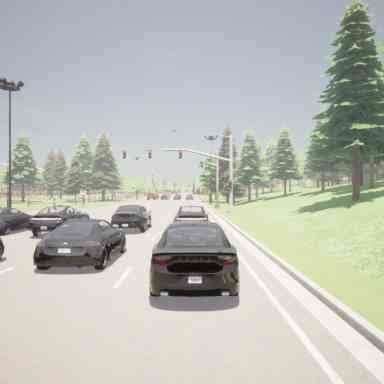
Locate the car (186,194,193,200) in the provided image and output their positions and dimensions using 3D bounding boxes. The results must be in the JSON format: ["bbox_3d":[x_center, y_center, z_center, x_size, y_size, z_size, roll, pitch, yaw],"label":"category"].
[{"bbox_3d":[-0.665,1.545,92.483,1.994,1.385,4.181,0,0,0],"label":"car"}]

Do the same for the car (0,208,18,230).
[{"bbox_3d":[-10.534,1.564,18.648,1.994,1.385,4.181,0,0,0],"label":"car"}]

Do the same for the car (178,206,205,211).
[{"bbox_3d":[-0.031,1.492,18.133,2.128,1.511,4.902,0,0,0],"label":"car"}]

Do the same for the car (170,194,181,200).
[{"bbox_3d":[-4.161,1.517,92.041,2.128,1.511,4.902,0,0,0],"label":"car"}]

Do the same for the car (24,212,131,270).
[{"bbox_3d":[-3.479,1.564,11.044,1.994,1.385,4.181,0,0,0],"label":"car"}]

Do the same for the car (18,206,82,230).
[{"bbox_3d":[-7.031,1.492,18.172,2.128,1.511,4.902,0,0,0],"label":"car"}]

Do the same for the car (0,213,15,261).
[{"bbox_3d":[-6.973,1.526,8.906,1.812,1.442,4.674,0,0,-1],"label":"car"}]

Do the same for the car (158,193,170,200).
[{"bbox_3d":[-7.661,1.491,92.016,1.837,1.490,4.892,0,0,0],"label":"car"}]

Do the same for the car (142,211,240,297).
[{"bbox_3d":[0.041,1.478,8.640,1.882,1.535,5.008,0,0,0],"label":"car"}]

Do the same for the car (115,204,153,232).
[{"bbox_3d":[-3.541,1.505,19.909,1.837,1.490,4.892,0,0,0],"label":"car"}]

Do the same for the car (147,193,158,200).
[{"bbox_3d":[-11.161,1.217,92.021,2.150,2.045,5.566,0,0,0],"label":"car"}]
